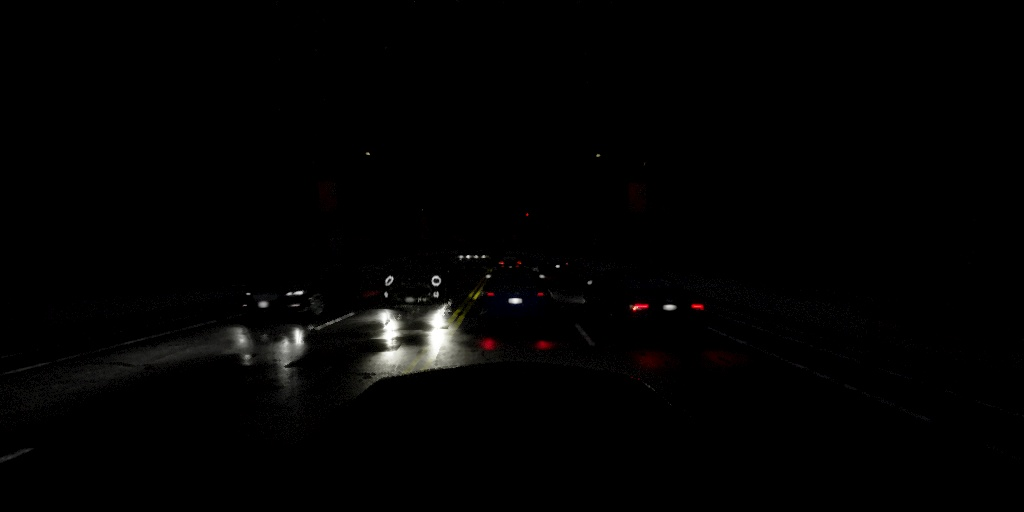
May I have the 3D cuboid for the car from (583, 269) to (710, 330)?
[{"bbox_3d":[3.364,1.075,10.121,2.033,1.411,5.357,0,2,0],"label":"car"}]

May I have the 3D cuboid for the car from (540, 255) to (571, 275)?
[{"bbox_3d":[3.130,0.643,26.952,1.994,1.385,4.181,0,1,-1],"label":"car"}]

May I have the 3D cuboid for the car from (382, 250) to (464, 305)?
[{"bbox_3d":[-3.328,0.769,13.853,2.097,1.767,4.553,0,2,0],"label":"car"}]

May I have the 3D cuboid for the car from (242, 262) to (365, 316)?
[{"bbox_3d":[-6.565,0.957,11.902,2.128,1.511,4.902,0,1,0],"label":"car"}]

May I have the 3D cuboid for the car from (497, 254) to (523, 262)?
[{"bbox_3d":[-0.138,0.592,27.276,1.812,1.442,4.674,0,1,0],"label":"car"}]

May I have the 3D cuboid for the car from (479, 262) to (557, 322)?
[{"bbox_3d":[0.099,1.059,11.169,1.994,1.385,4.181,0,2,0],"label":"car"}]
